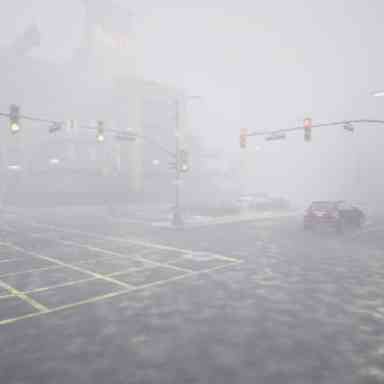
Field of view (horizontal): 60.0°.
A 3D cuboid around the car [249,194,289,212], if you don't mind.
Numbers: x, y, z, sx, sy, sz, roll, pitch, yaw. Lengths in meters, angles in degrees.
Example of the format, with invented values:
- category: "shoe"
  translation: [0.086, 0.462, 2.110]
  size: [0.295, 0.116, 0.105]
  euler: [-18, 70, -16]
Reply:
- category: "car"
  translation: [8.733, 1.261, 36.311]
  size: [5.008, 1.535, 1.882]
  euler: [-1, 0, -45]

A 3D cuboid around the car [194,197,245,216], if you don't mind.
- category: "car"
  translation: [2.536, 1.406, 30.082]
  size: [1.994, 1.385, 4.181]
  euler: [0, 0, 45]

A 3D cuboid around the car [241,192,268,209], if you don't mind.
- category: "car"
  translation: [7.283, 0.995, 39.811]
  size: [2.150, 2.045, 5.566]
  euler: [0, 0, 45]

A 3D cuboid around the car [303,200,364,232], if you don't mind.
- category: "car"
  translation: [8.247, 1.221, 19.214]
  size: [2.097, 1.767, 4.553]
  euler: [0, 1, 44]

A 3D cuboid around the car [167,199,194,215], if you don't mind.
- category: "car"
  translation: [0.109, 1.388, 32.605]
  size: [2.033, 1.411, 5.357]
  euler: [0, 0, 45]
